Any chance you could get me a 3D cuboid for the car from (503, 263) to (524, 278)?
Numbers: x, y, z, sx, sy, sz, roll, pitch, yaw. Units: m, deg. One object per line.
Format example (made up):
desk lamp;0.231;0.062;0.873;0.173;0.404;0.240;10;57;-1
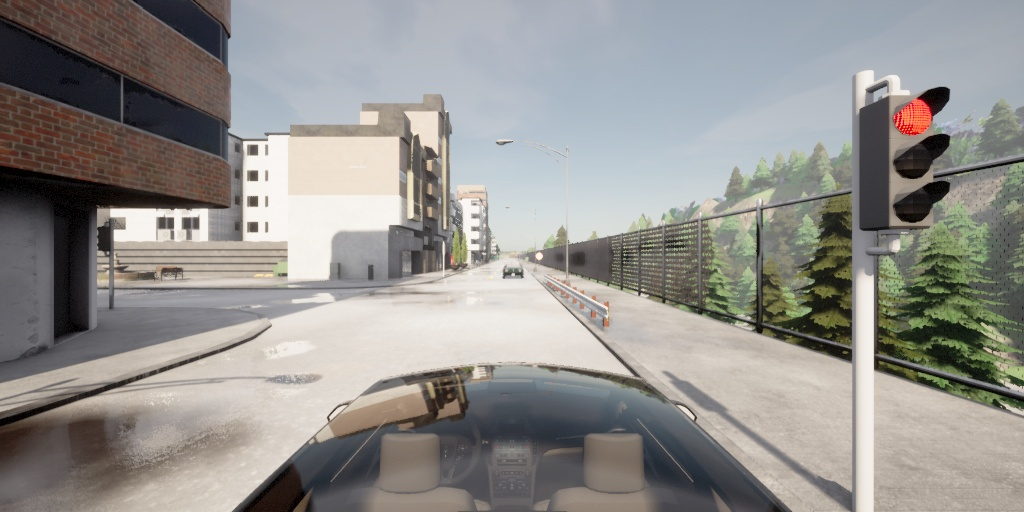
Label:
car;0.113;1.351;34.248;1.895;1.301;4.718;0;0;0
